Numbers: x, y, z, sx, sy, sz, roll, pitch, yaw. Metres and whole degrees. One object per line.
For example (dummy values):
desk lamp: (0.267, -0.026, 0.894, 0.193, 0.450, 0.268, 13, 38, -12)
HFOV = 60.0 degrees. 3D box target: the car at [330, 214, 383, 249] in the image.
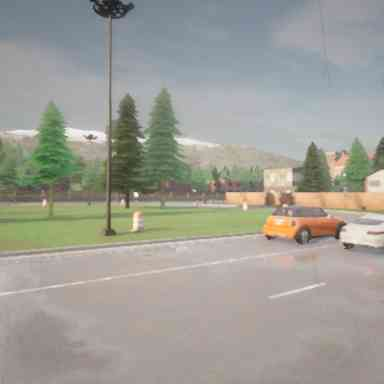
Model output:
car: (8.052, 1.662, 13.909, 4.674, 1.442, 1.812, 0, 0, -35)

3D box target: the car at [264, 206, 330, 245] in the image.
car: (5.753, 1.484, 16.619, 4.553, 1.767, 2.097, 1, -1, -35)
